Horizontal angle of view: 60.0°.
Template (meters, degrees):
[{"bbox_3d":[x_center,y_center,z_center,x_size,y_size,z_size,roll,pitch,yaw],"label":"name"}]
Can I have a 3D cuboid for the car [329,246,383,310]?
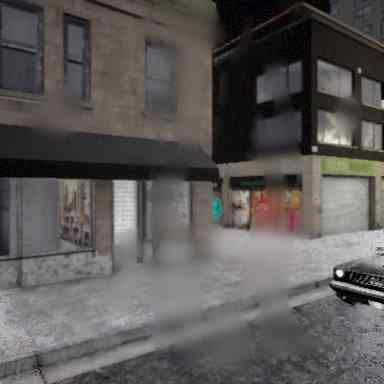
[{"bbox_3d":[4.927,1.597,6.885,4.718,1.301,1.895,0,0,-36],"label":"car"}]

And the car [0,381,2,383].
[{"bbox_3d":[-3.375,1.483,0.965,5.008,1.535,1.882,0,0,-35],"label":"car"}]
